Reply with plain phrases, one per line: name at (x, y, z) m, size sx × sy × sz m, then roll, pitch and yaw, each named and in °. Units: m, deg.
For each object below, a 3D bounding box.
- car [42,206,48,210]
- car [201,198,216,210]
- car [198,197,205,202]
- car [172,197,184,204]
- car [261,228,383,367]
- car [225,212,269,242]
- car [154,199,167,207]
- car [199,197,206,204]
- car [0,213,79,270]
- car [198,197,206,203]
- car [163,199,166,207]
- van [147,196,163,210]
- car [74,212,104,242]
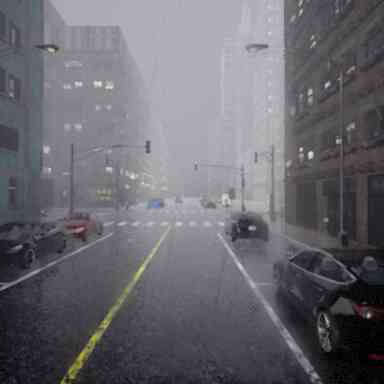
car at (-18.782, 1.584, 38.140) m, size 4.313 × 1.339 × 1.947 m, roll 1°, pitch -2°, yaw 0°
car at (2.699, 1.890, 49.296) m, size 1.802 × 1.307 × 4.206 m, roll 0°, pitch 0°, yaw 0°
car at (2.701, 2.155, 93.517) m, size 1.887 × 1.381 × 4.507 m, roll 0°, pitch 0°, yaw 0°
car at (-2.996, 1.978, 74.959) m, size 1.837 × 1.490 × 4.892 m, roll 0°, pitch 0°, yaw 0°
car at (2.698, 1.601, 5.844) m, size 1.947 × 1.339 × 4.313 m, roll 0°, pitch 0°, yaw 0°
car at (2.698, 1.668, 16.891) m, size 1.947 × 1.339 × 4.313 m, roll 0°, pitch 0°, yaw 0°
car at (-5.681, 1.925, 60.353) m, size 1.887 × 1.381 × 4.507 m, roll 0°, pitch 0°, yaw 0°
car at (2.700, 1.820, 60.353) m, size 1.967 × 1.590 × 4.097 m, roll 0°, pitch 0°, yaw 0°
car at (-5.683, 1.634, 11.380) m, size 1.947 × 1.339 × 4.313 m, roll 0°, pitch 0°, yaw 0°
car at (2.700, 2.122, 87.989) m, size 2.008 × 1.369 × 4.403 m, roll 0°, pitch 0°, yaw 0°
car at (-5.680, 1.659, 54.827) m, size 2.192 × 1.841 × 5.009 m, roll 0°, pitch 0°, yaw 0°
van at (-5.680, 1.649, 49.299) m, size 1.690 × 1.788 × 3.998 m, roll 0°, pitch 0°, yaw 0°
car at (-5.683, 1.684, 16.903) m, size 1.802 × 1.307 × 4.206 m, roll 0°, pitch 0°, yaw 0°
